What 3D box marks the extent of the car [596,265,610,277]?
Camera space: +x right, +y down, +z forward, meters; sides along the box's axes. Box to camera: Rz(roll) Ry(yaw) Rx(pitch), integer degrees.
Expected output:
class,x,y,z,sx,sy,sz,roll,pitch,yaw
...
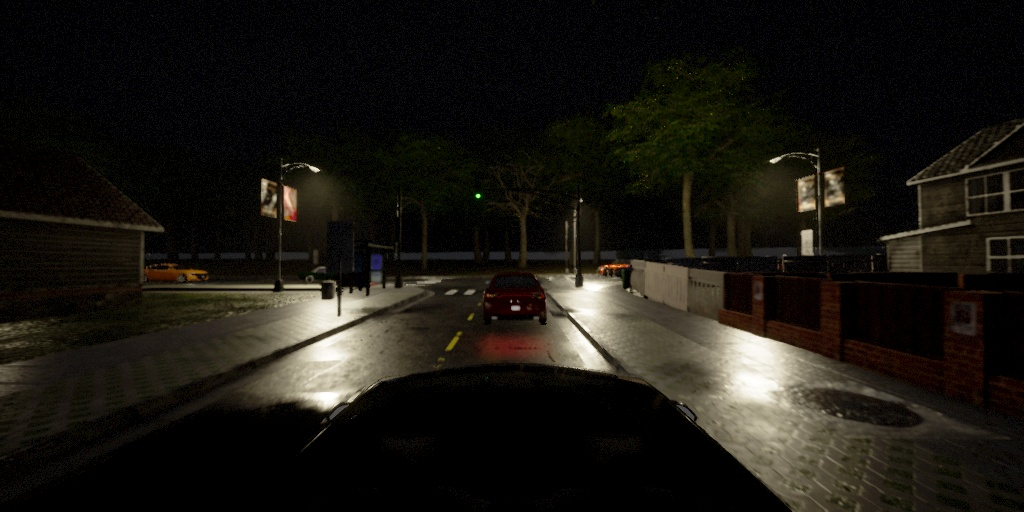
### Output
class,x,y,z,sx,sy,sz,roll,pitch,yaw
car,10.791,1.143,35.787,4.553,1.767,2.097,-1,-1,0

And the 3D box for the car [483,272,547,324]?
class,x,y,z,sx,sy,sz,roll,pitch,yaw
car,0.095,1.284,12.293,1.882,1.535,5.008,0,0,0

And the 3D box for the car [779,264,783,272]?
class,x,y,z,sx,sy,sz,roll,pitch,yaw
car,24.791,1.137,35.760,4.718,1.301,1.895,-1,-1,0

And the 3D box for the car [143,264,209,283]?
class,x,y,z,sx,sy,sz,roll,pitch,yaw
car,-27.591,1.388,29.154,5.008,1.535,1.882,0,-1,0

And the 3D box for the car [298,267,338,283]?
class,x,y,z,sx,sy,sz,roll,pitch,yaw
car,-14.567,1.541,29.121,4.718,1.301,1.895,0,-1,3

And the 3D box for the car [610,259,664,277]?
class,x,y,z,sx,sy,sz,roll,pitch,yaw
car,10.287,1.108,26.336,5.357,1.411,2.033,-1,-2,7
